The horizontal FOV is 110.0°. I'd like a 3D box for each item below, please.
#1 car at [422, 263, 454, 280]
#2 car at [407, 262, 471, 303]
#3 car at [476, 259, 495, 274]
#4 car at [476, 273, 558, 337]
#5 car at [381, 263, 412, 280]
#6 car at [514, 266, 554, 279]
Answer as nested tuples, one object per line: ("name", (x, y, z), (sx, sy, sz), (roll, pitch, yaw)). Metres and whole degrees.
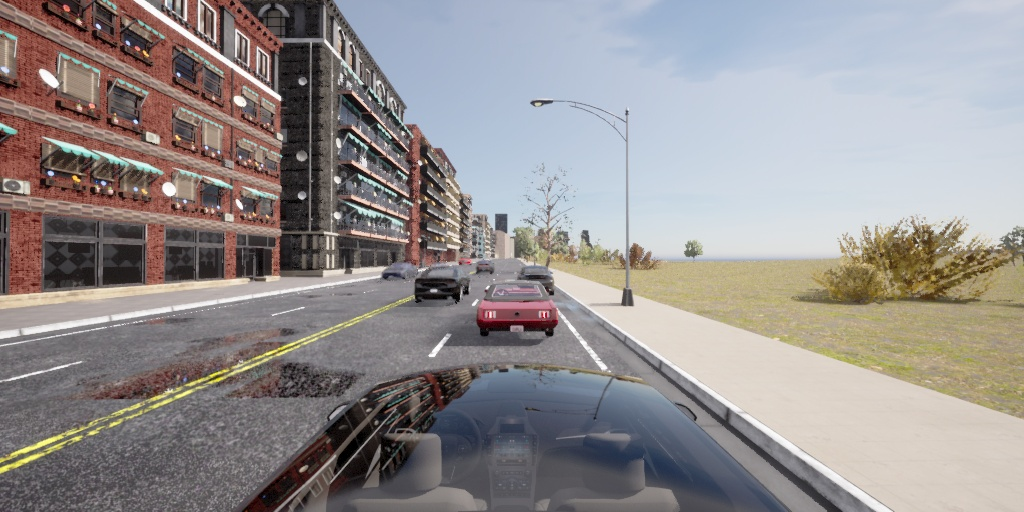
("car", (-6.487, 1.316, 31.798), (1.994, 1.385, 4.181), (0, 0, 0))
("car", (-3.095, 1.229, 16.720), (1.882, 1.535, 5.008), (0, 0, 0))
("car", (-2.999, 1.243, 41.004), (2.128, 1.511, 4.902), (0, 0, 0))
("car", (0.131, 1.352, 10.305), (1.895, 1.301, 4.718), (0, 0, 0))
("car", (-9.737, 1.299, 31.517), (2.033, 1.411, 5.357), (0, 0, 0))
("car", (1.204, 1.257, 19.505), (1.837, 1.490, 4.892), (0, 0, 0))
